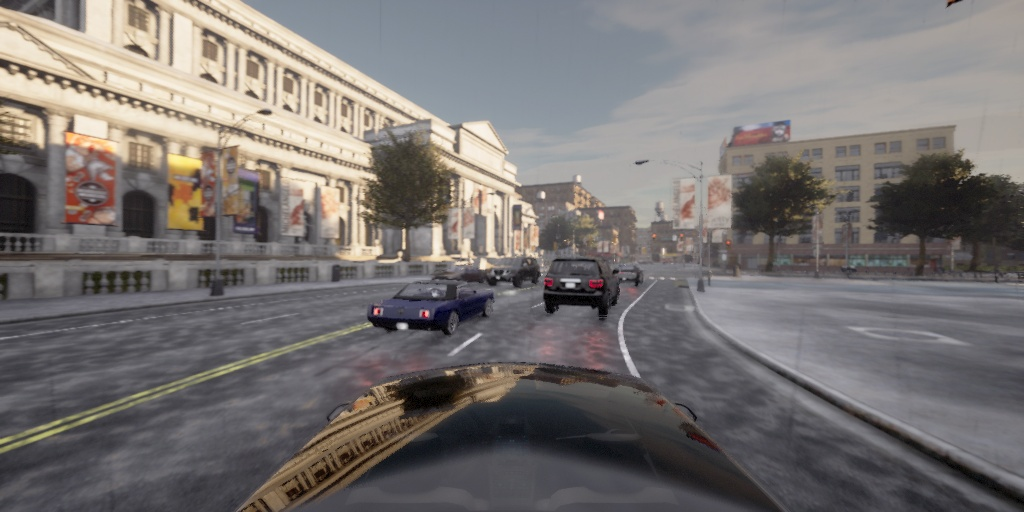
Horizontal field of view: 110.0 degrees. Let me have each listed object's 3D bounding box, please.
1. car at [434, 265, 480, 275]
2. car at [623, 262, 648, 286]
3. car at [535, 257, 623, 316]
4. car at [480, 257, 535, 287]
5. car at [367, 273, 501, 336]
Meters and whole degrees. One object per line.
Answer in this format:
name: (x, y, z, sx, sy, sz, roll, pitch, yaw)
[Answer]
car: (-3.563, 1.348, 25.774, 2.033, 1.411, 5.357, 1, 0, 25)
car: (8.920, 1.425, 27.455, 2.128, 1.511, 4.902, 1, 0, 25)
car: (2.867, 1.047, 14.057, 2.150, 2.045, 5.566, 0, 0, 22)
car: (0.239, 1.057, 25.621, 2.150, 2.045, 5.566, 1, 0, 25)
car: (-1.993, 1.362, 10.498, 1.895, 1.301, 4.718, 1, 0, 14)
